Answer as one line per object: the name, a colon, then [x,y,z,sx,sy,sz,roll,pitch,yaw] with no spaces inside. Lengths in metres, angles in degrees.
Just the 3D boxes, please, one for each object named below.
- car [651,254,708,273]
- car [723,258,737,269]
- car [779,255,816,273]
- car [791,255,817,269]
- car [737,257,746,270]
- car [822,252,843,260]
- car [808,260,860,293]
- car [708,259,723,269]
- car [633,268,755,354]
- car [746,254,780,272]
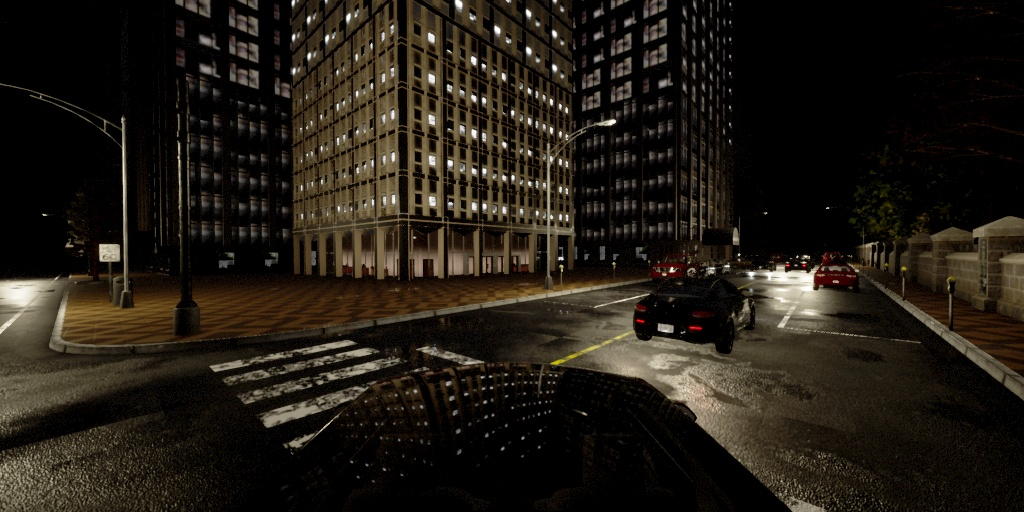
car: [11.116,0.813,24.101,2.192,1.841,5.009,0,0,42]
car: [18.458,0.936,32.366,2.007,1.370,4.403,0,0,42]
car: [27.388,0.878,34.307,2.033,1.411,5.357,0,1,42]
car: [34.450,0.709,42.301,2.128,1.511,4.902,0,1,42]
car: [25.685,0.795,40.504,1.751,1.417,4.829,0,0,42]
car: [42.702,0.441,47.795,2.192,1.841,5.009,0,0,42]
car: [17.008,1.077,18.868,1.888,1.381,4.507,0,0,42]
car: [14.787,0.993,28.233,2.007,1.370,4.403,0,0,42]
car: [4.492,1.205,8.634,1.812,1.442,4.674,0,1,42]
car: [25.810,0.815,36.776,1.837,1.490,4.892,0,1,42]
